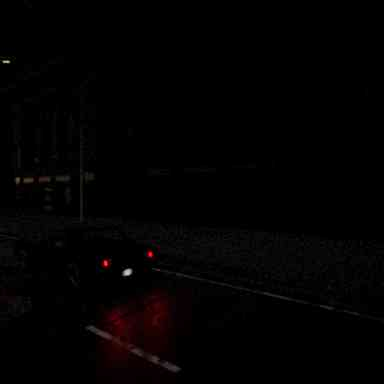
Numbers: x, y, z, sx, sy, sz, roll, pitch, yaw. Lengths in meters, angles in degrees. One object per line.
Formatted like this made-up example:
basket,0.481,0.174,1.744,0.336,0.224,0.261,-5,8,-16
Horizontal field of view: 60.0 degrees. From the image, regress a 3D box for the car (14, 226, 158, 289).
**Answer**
car,-3.185,1.616,9.330,4.718,1.301,1.895,0,0,42
